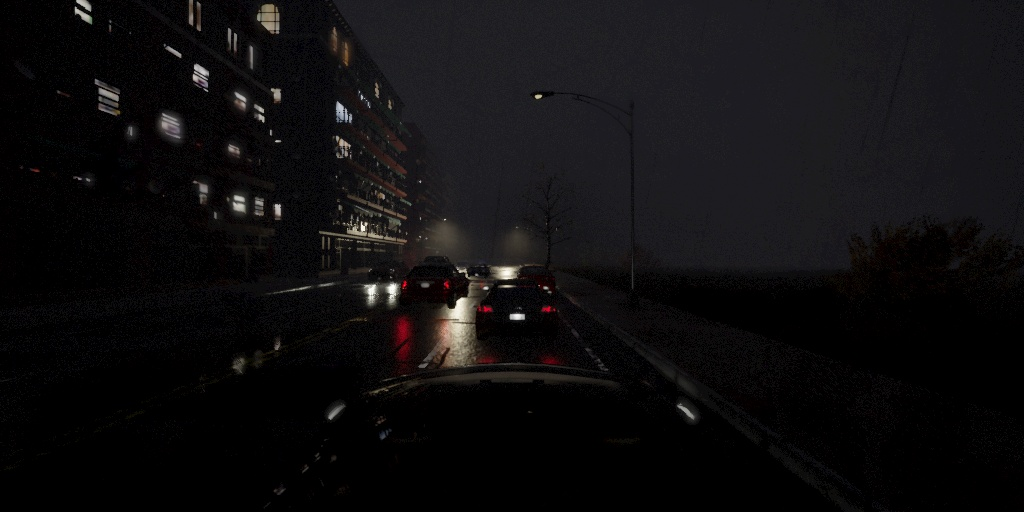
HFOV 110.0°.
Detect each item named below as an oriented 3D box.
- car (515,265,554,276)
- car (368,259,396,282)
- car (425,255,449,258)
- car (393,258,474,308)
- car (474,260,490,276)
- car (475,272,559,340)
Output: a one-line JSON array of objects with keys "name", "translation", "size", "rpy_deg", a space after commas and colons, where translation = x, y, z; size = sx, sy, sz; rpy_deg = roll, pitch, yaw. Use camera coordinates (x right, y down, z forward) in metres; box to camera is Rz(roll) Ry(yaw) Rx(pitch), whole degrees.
[{"name": "car", "translation": [1.158, 1.230, 18.862], "size": [1.882, 1.535, 5.008], "rpy_deg": [0, 0, 0]}, {"name": "car", "translation": [-9.818, 1.104, 28.802], "size": [2.097, 1.767, 4.553], "rpy_deg": [0, 0, 0]}, {"name": "car", "translation": [-6.565, 0.973, 31.022], "size": [2.150, 2.045, 5.566], "rpy_deg": [0, 0, 0]}, {"name": "car", "translation": [-3.146, 1.107, 15.434], "size": [2.097, 1.767, 4.553], "rpy_deg": [0, 0, 2]}, {"name": "car", "translation": [-3.106, 1.353, 33.908], "size": [1.895, 1.301, 4.718], "rpy_deg": [0, 0, 0]}, {"name": "car", "translation": [0.111, 1.315, 9.942], "size": [1.994, 1.385, 4.181], "rpy_deg": [0, 0, 0]}]
